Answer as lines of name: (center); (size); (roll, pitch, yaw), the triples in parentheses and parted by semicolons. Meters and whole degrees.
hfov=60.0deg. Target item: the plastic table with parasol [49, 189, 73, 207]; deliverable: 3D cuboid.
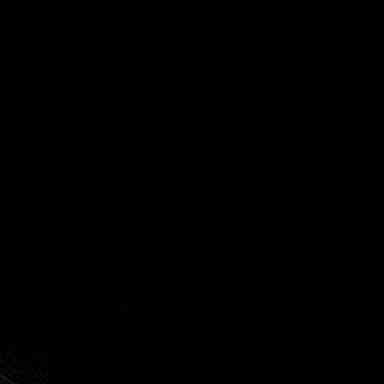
plastic table with parasol: (-18.640, 0.817, 47.573); (2.482, 2.480, 2.482); (-1, 0, -3)
